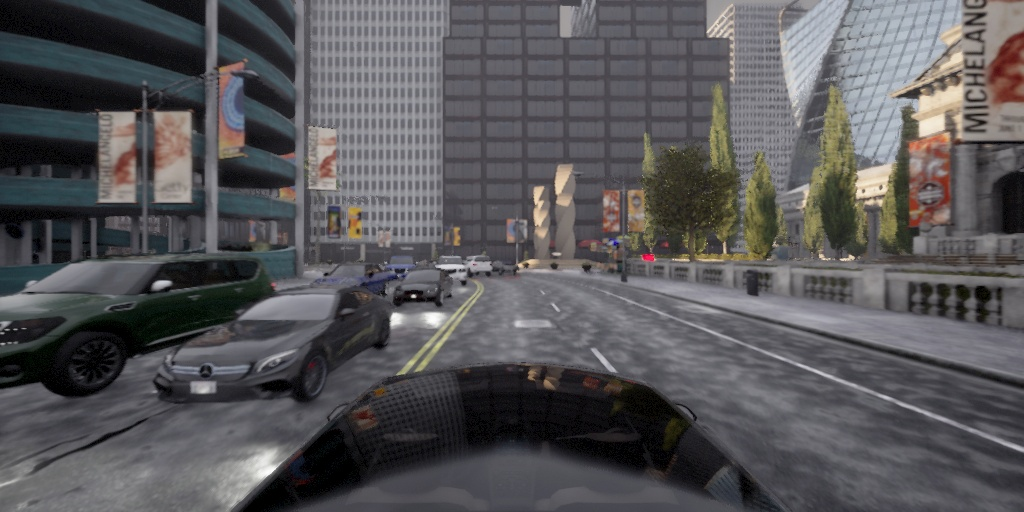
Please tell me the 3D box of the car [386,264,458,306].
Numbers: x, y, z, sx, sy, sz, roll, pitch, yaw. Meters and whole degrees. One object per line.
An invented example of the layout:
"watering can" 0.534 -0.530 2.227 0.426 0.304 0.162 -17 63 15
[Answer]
"car" -3.727 1.262 15.777 1.837 1.490 4.892 0 0 -2

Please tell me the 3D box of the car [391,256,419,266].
"car" -8.249 0.986 26.972 2.150 2.045 5.566 0 0 -14

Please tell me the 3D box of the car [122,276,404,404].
"car" -3.627 1.281 6.525 1.812 1.442 4.674 0 0 0

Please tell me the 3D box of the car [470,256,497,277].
"car" -3.808 0.983 36.354 2.150 2.045 5.566 0 0 -25

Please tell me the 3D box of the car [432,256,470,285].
"car" -4.542 0.981 26.321 2.150 2.045 5.566 0 0 -11

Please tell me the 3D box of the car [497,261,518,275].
"car" -1.179 1.250 38.941 2.128 1.511 4.902 0 0 -29

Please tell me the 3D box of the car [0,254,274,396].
"car" -7.114 0.981 6.973 2.150 2.045 5.566 0 0 0

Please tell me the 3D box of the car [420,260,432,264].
"car" -11.271 1.278 47.300 1.837 1.490 4.892 0 0 -43

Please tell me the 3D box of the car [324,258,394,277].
"car" -7.255 1.113 16.383 2.097 1.767 4.553 0 0 -2
